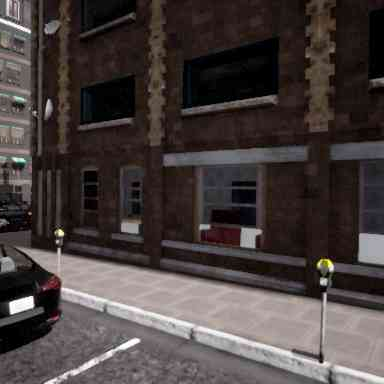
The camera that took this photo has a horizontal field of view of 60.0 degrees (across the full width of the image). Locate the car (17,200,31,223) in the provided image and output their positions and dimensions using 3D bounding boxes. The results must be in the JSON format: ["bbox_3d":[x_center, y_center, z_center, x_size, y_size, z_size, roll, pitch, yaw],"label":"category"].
[{"bbox_3d":[-8.679,1.416,22.623,2.192,1.841,5.009,1,1,36],"label":"car"}]

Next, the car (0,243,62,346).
[{"bbox_3d":[-3.990,1.563,5.704,4.313,1.339,1.947,0,1,36],"label":"car"}]

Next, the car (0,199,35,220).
[{"bbox_3d":[-15.491,1.390,27.505,1.967,1.590,4.097,1,1,36],"label":"car"}]

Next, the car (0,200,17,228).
[{"bbox_3d":[-11.874,1.471,22.783,1.837,1.490,4.892,1,0,36],"label":"car"}]
